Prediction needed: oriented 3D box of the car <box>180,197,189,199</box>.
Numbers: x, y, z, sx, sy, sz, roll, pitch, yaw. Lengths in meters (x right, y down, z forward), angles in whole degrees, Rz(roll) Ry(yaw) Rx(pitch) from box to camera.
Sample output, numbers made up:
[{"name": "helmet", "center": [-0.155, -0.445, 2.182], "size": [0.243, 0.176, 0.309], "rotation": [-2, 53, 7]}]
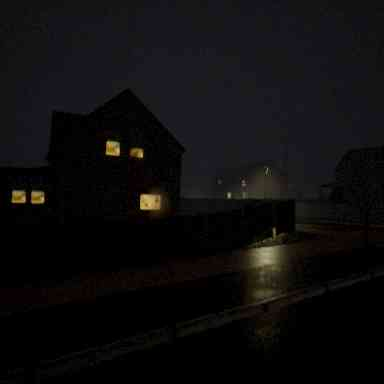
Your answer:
[{"name": "car", "center": [-1.320, 1.589, 42.091], "size": [2.150, 2.045, 5.566], "rotation": [2, -2, -21]}]
